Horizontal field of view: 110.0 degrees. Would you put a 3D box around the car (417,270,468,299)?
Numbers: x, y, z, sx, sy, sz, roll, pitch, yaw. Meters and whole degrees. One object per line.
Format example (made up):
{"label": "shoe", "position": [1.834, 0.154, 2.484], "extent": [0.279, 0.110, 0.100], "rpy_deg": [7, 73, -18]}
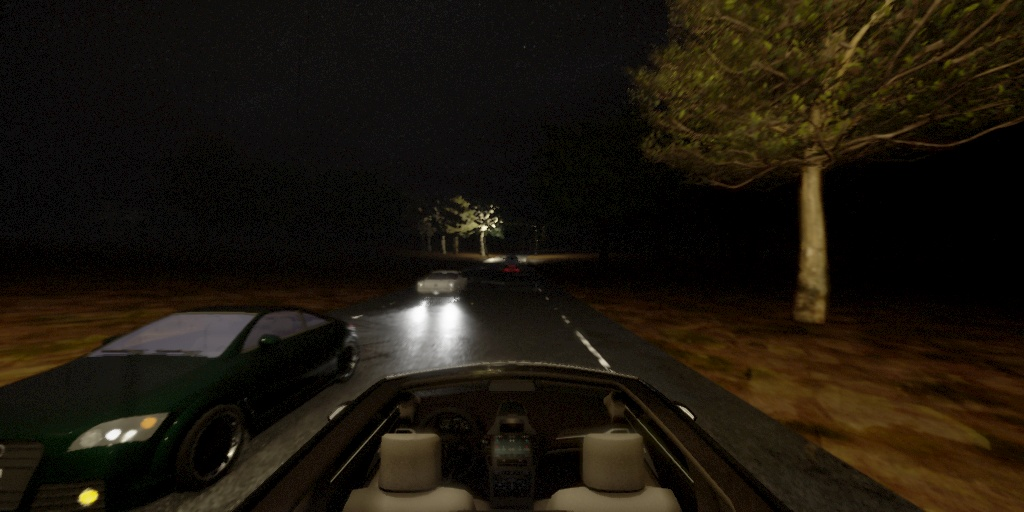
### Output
{"label": "car", "position": [-3.568, 1.448, 19.074], "extent": [1.895, 1.301, 4.718], "rpy_deg": [0, 0, 0]}

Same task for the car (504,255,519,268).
{"label": "car", "position": [-0.032, 0.819, 56.831], "extent": [2.150, 2.045, 5.566], "rpy_deg": [0, 1, 0]}

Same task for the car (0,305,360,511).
{"label": "car", "position": [-3.574, 1.336, 4.409], "extent": [1.994, 1.385, 4.181], "rpy_deg": [0, -1, 0]}
